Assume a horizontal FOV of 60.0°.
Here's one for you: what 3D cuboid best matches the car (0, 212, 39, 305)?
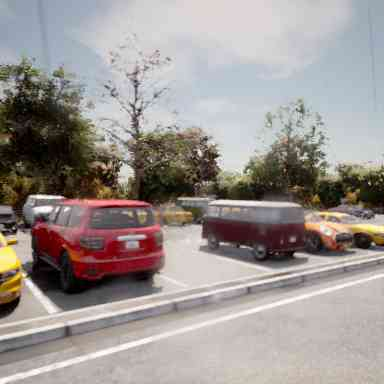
[{"bbox_3d":[-5.186,1.442,7.502,2.097,1.535,5.008,1,0,-36],"label":"car"}]

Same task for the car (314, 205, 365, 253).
[{"bbox_3d":[4.644,1.497,14.636,2.185,1.767,4.553,2,-1,-36],"label":"car"}]

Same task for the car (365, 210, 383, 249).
[{"bbox_3d":[7.136,1.686,16.164,1.946,1.575,5.366,2,-1,-36],"label":"car"}]

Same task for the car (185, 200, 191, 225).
[{"bbox_3d":[-1.989,1.638,25.167,1.946,1.575,5.366,2,-1,-36],"label":"car"}]

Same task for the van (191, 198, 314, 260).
[{"bbox_3d":[2.132,1.341,12.932,1.878,1.987,4.442,1,-1,-36],"label":"van"}]

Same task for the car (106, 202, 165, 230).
[{"bbox_3d":[-4.149,1.584,23.613,1.946,1.575,5.366,1,-1,-36],"label":"car"}]

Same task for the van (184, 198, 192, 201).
[{"bbox_3d":[0.459,1.478,26.557,1.878,1.987,4.442,2,-1,-36],"label":"van"}]

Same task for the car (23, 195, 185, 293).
[{"bbox_3d":[-2.838,1.219,9.238,2.435,2.045,5.566,1,-1,-36],"label":"car"}]

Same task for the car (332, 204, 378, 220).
[{"bbox_3d":[19.820,2.389,40.657,2.185,1.767,4.553,3,-2,-35],"label":"car"}]

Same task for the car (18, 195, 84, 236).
[{"bbox_3d":[-8.660,1.241,20.102,2.435,2.045,5.566,1,0,-36],"label":"car"}]

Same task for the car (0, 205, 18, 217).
[{"bbox_3d":[-10.934,1.462,18.477,2.231,1.521,4.892,1,0,-36],"label":"car"}]
